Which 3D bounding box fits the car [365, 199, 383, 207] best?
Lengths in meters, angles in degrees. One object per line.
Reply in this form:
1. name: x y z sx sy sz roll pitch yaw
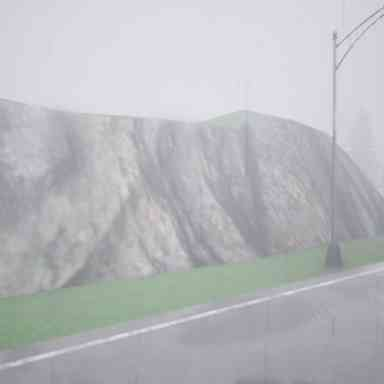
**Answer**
1. car: 37.131 2.145 67.461 5.008 1.535 1.882 1 0 -36
